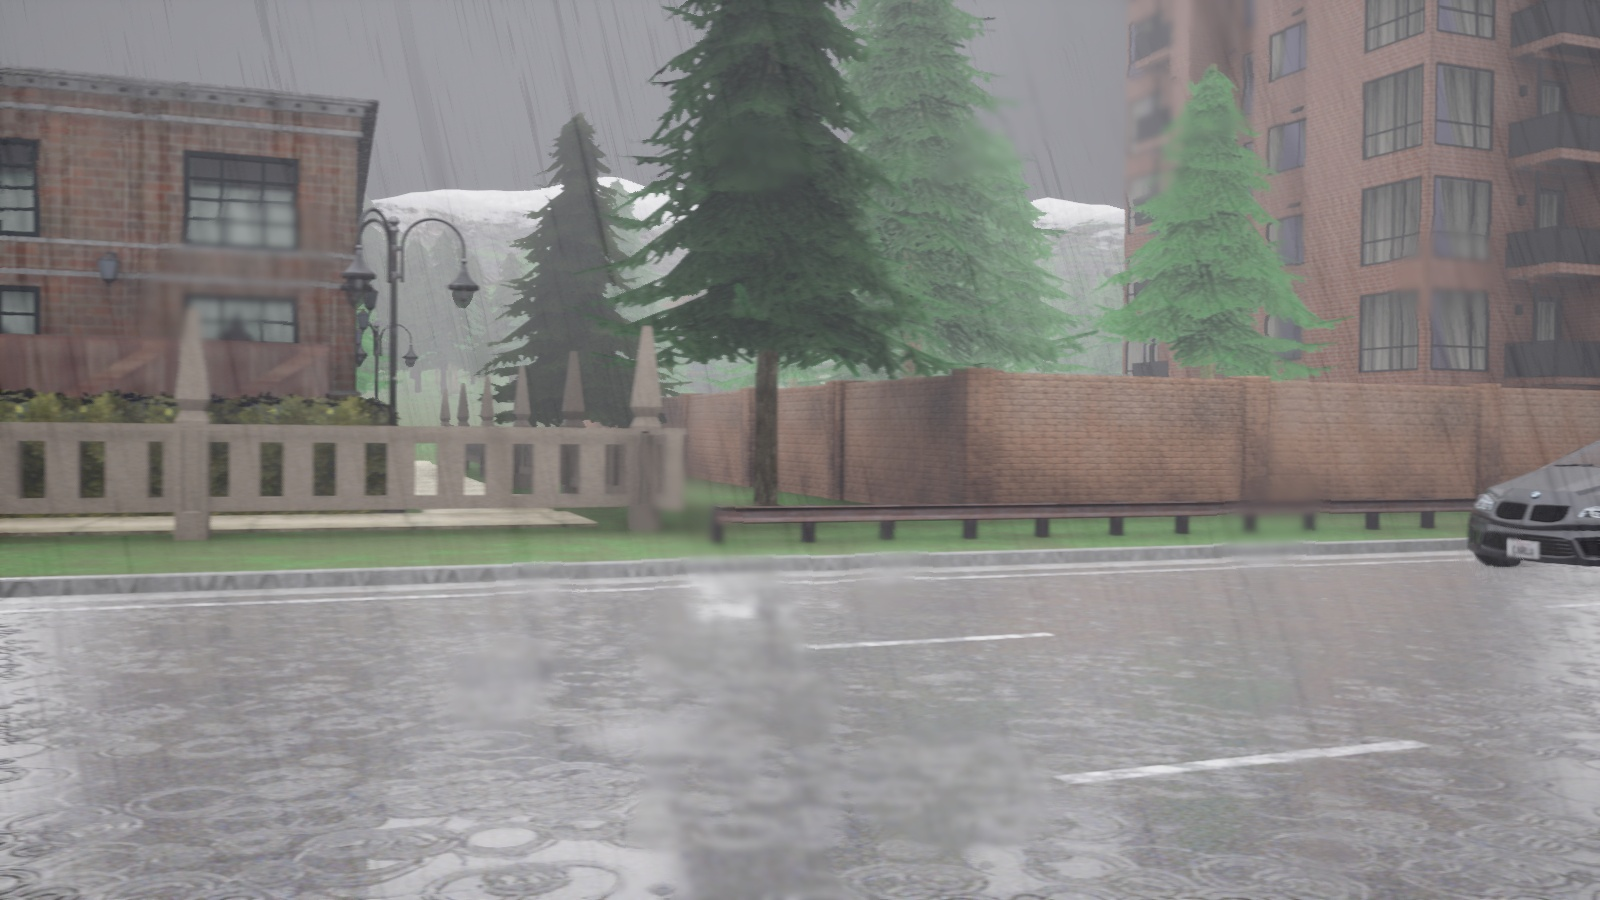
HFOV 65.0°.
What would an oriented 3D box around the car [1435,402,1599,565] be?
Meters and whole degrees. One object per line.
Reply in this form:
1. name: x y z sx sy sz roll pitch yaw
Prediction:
1. car: 10.023 0.297 14.529 4.611 1.667 2.242 -1 1 -21
